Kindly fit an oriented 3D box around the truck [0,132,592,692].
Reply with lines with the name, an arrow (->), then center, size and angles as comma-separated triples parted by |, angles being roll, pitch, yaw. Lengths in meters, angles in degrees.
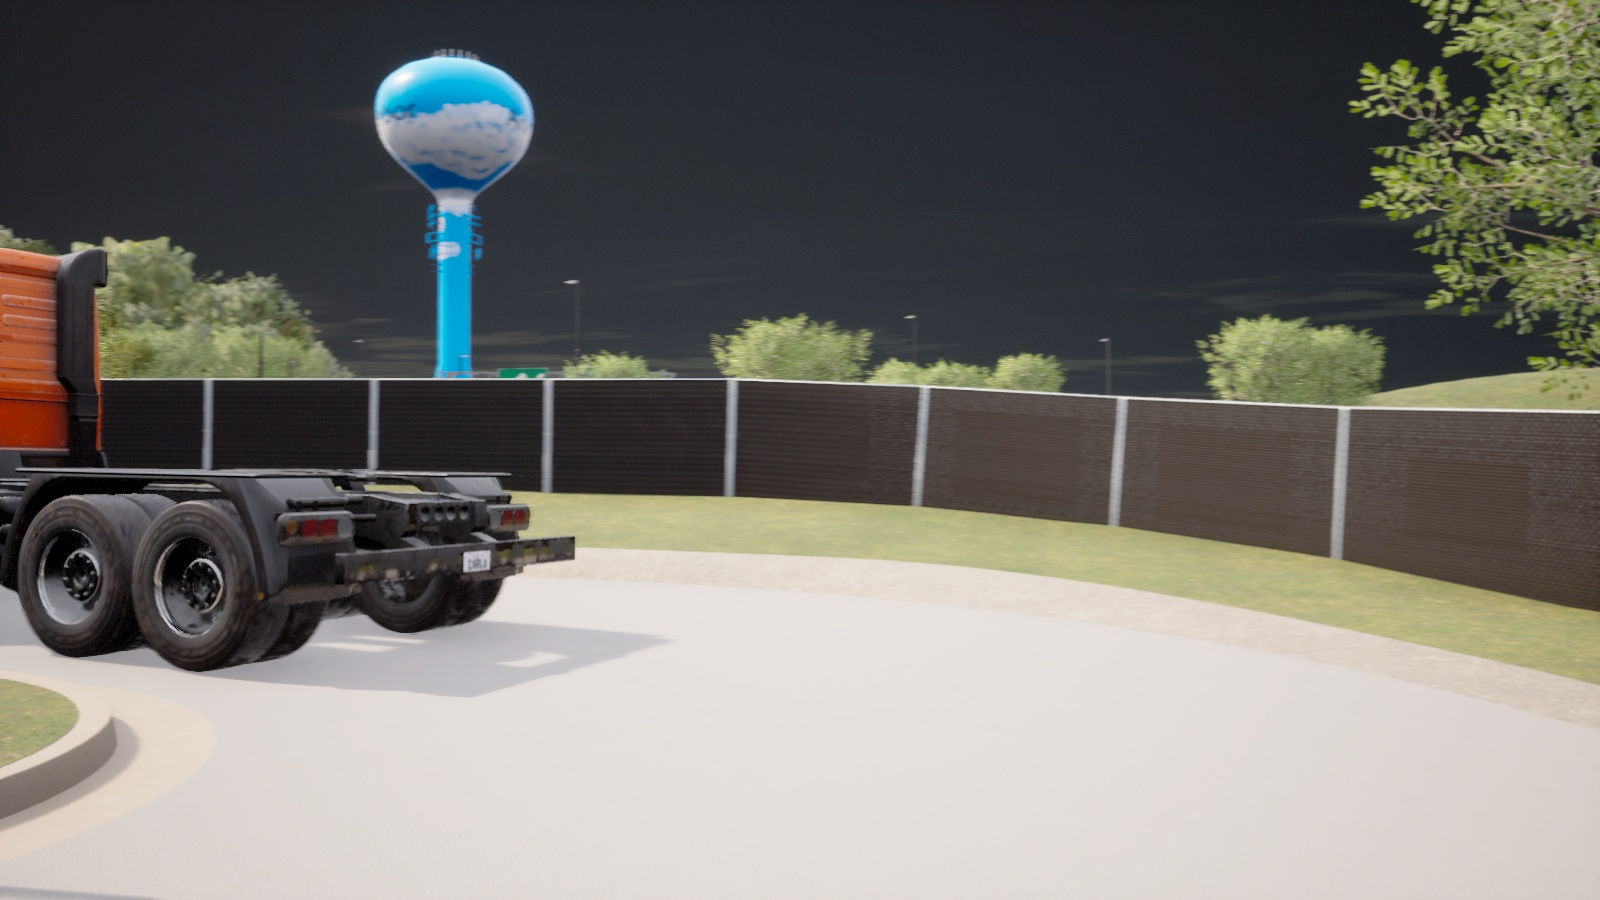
truck -> -5.964, -0.241, 10.647 | 7.936, 3.462, 2.891 | 0, -1, 23
